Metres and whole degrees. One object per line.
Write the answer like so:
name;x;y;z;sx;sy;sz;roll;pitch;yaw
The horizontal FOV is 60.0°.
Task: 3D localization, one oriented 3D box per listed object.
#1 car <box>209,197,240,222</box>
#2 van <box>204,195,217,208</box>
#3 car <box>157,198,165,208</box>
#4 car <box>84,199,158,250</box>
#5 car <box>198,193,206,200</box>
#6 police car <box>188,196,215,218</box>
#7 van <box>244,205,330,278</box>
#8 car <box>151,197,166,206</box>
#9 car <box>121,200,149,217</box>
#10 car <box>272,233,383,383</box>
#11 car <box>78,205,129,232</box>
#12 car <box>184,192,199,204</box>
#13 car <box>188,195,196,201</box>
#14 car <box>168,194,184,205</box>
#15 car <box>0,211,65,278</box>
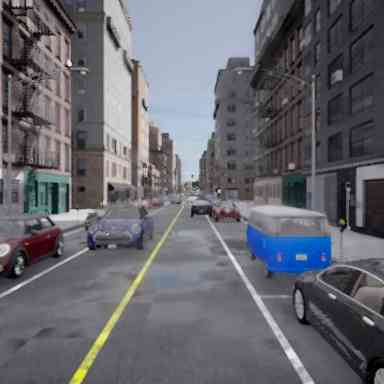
car;2.635;1.448;26.397;1.967;1.590;4.097;0;0;0
van;2.634;1.357;48.441;1.690;1.788;3.998;0;0;0
car;-5.391;1.561;48.441;1.887;1.381;4.507;0;0;0
car;-2.850;1.355;14.151;2.097;1.767;4.553;0;0;0
car;2.700;1.337;91.324;2.192;1.841;5.009;0;0;0
police car;0.823;1.436;30.877;1.930;1.638;5.238;0;0;0
van;2.635;1.342;9.865;1.690;1.788;3.998;0;0;0
car;-5.391;1.584;53.952;1.947;1.339;4.313;0;0;0
car;-5.390;1.556;31.908;1.887;1.381;4.507;0;0;0
car;2.636;1.551;4.354;2.008;1.369;4.403;0;0;0
car;-5.390;1.557;20.886;2.008;1.369;4.403;0;0;0
car;-0.008;1.249;64.857;2.150;2.045;5.566;0;0;0
car;-0.004;1.457;79.618;2.033;1.411;5.357;0;0;0
car;-2.753;1.580;58.332;1.837;1.490;4.892;0;0;0
car;-5.390;1.442;9.864;1.967;1.590;4.097;0;0;0
